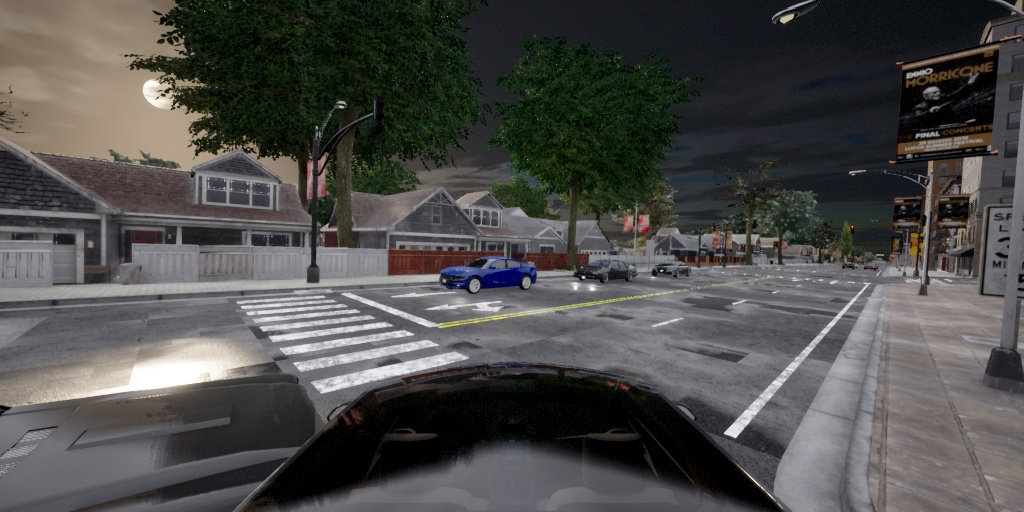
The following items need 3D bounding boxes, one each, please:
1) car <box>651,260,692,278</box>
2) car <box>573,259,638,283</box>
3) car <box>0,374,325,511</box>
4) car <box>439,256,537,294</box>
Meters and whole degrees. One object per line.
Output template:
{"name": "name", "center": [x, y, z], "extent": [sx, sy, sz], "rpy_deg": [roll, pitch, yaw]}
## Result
{"name": "car", "center": [13.509, 1.024, 30.276], "extent": [4.181, 1.385, 1.994], "rpy_deg": [1, 2, -44]}
{"name": "car", "center": [6.249, 0.924, 23.421], "extent": [5.357, 1.411, 2.033], "rpy_deg": [1, 2, -43]}
{"name": "car", "center": [-3.317, 1.273, 1.403], "extent": [4.718, 1.301, 1.895], "rpy_deg": [1, 2, -33]}
{"name": "car", "center": [-0.980, 0.776, 16.567], "extent": [5.008, 1.535, 1.882], "rpy_deg": [1, 3, -43]}
